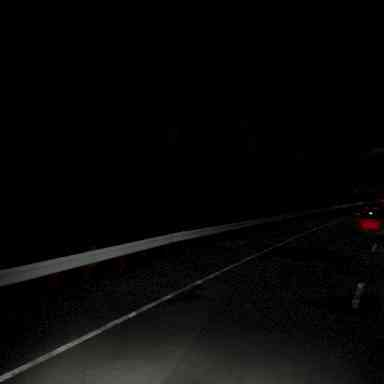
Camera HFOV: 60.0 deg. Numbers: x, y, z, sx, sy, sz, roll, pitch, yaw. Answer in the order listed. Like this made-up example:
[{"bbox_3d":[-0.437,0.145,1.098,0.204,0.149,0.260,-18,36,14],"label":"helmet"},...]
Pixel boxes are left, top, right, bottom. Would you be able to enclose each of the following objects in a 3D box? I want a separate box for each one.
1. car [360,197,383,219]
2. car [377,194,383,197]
[{"bbox_3d":[16.200,1.505,29.493,1.837,1.490,4.892,0,0,35],"label":"car"},{"bbox_3d":[22.295,1.221,38.000,2.150,2.045,5.566,0,0,36],"label":"car"}]
